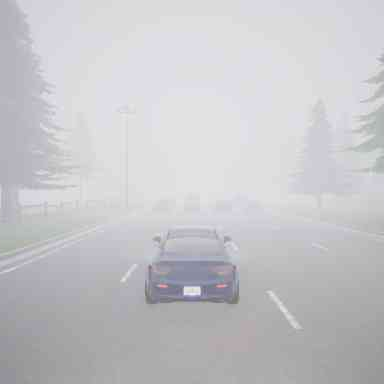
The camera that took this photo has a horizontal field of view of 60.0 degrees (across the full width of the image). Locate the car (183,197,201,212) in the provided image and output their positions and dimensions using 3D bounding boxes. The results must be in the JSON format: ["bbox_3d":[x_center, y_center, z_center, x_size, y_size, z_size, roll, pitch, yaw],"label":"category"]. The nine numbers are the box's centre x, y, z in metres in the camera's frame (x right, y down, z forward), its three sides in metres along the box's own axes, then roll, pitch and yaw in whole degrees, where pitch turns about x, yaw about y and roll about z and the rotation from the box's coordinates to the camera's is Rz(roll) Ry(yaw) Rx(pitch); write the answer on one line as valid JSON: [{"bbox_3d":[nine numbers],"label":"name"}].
[{"bbox_3d":[0.016,1.564,39.019,1.994,1.385,4.181,0,0,0],"label":"car"}]

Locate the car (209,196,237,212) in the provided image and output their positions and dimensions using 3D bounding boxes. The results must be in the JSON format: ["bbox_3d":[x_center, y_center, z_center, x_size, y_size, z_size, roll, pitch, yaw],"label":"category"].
[{"bbox_3d":[3.516,1.491,38.601,2.128,1.511,4.902,0,0,0],"label":"car"}]

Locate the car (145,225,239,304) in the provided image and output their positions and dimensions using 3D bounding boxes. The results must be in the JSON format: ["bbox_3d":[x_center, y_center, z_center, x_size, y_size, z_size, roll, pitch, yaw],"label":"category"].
[{"bbox_3d":[0.004,1.526,7.990,1.812,1.442,4.674,0,0,0],"label":"car"}]

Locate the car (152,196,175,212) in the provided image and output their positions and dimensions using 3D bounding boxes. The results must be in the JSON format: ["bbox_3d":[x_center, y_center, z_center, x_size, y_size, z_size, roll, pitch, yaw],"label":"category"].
[{"bbox_3d":[-3.484,1.547,38.604,2.033,1.411,5.357,0,0,0],"label":"car"}]

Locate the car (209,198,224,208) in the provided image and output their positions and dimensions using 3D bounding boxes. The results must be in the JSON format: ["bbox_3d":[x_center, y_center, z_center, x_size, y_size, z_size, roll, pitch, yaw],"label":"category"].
[{"bbox_3d":[3.520,1.601,49.051,1.895,1.301,4.718,0,0,0],"label":"car"}]

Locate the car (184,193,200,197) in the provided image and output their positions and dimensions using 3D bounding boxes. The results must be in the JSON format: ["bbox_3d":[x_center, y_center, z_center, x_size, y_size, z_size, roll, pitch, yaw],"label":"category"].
[{"bbox_3d":[0.020,1.221,49.053,2.150,2.045,5.566,0,0,0],"label":"car"}]

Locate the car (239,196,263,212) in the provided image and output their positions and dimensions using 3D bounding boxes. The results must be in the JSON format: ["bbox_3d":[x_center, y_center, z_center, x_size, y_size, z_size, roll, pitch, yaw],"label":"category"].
[{"bbox_3d":[7.016,1.526,39.017,1.812,1.442,4.674,0,0,0],"label":"car"}]

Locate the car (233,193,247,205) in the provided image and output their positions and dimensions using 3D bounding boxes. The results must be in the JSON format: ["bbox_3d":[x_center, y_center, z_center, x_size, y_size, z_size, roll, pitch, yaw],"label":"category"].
[{"bbox_3d":[7.020,1.221,49.050,2.150,2.045,5.566,0,0,0],"label":"car"}]
